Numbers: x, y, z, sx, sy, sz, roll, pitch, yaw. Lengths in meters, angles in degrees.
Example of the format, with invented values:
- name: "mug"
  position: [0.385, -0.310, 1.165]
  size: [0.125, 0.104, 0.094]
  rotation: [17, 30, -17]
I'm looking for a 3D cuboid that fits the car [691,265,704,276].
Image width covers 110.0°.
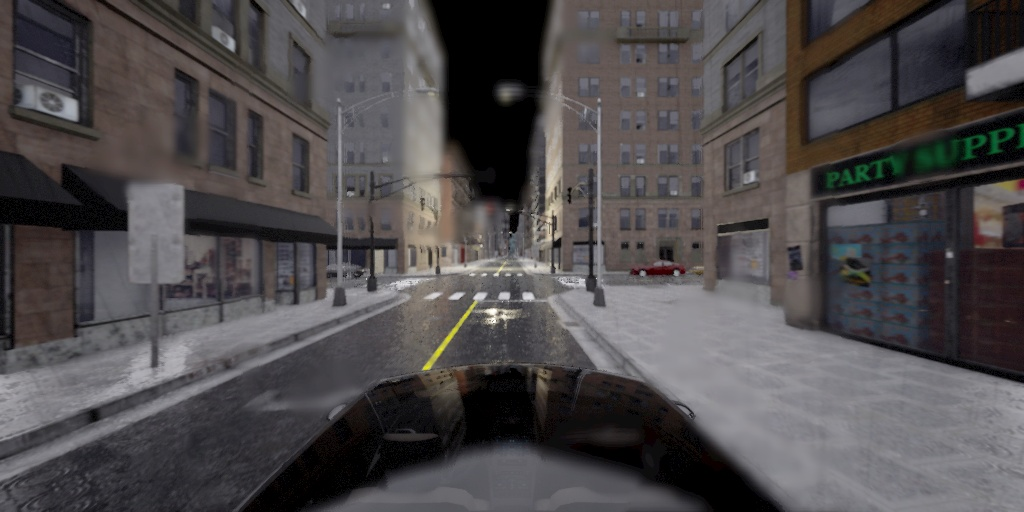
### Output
- name: "car"
  position: [17.461, 0.948, 30.080]
  size: [4.829, 1.417, 1.751]
  rotation: [0, 0, 0]

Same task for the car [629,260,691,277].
- name: "car"
  position: [12.139, 1.020, 30.117]
  size: [4.507, 1.381, 1.888]
  rotation: [0, 0, 0]

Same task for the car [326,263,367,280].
- name: "car"
  position: [-14.624, 1.288, 30.303]
  size: [4.403, 1.370, 2.007]
  rotation: [0, 0, 0]
